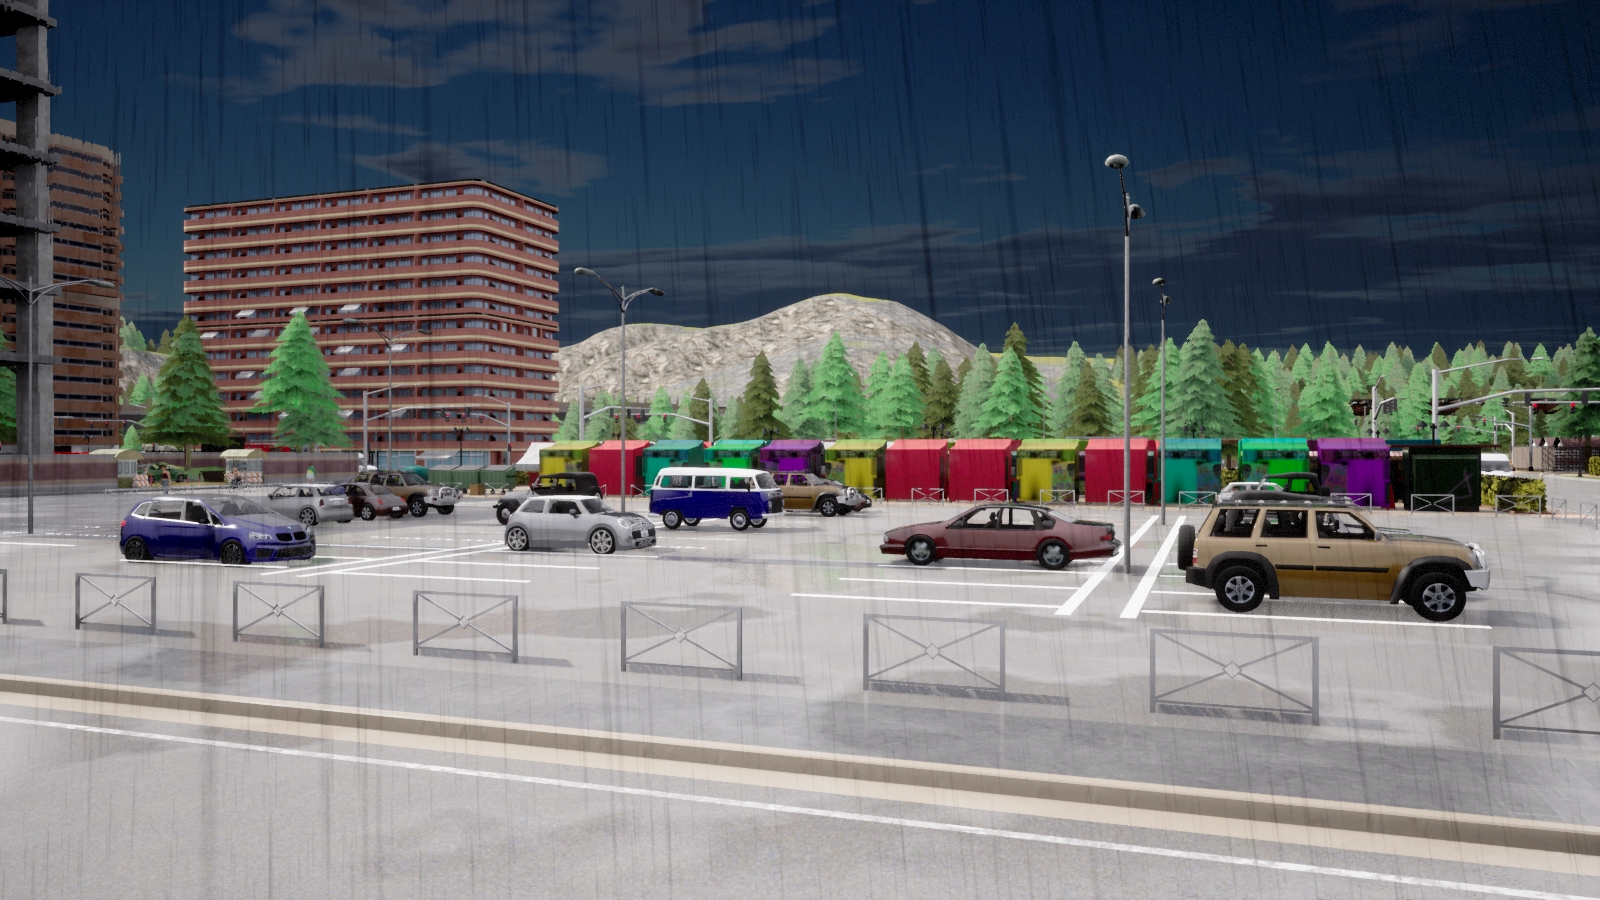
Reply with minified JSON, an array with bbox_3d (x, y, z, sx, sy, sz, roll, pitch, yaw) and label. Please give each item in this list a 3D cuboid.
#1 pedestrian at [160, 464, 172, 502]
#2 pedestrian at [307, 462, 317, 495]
[{"bbox_3d":[-31.582,1.643,56.906,0.375,1.860,0.375,0,0,20],"label":"pedestrian"},{"bbox_3d":[-28.213,1.641,66.068,0.375,1.860,0.375,0,0,17],"label":"pedestrian"}]
